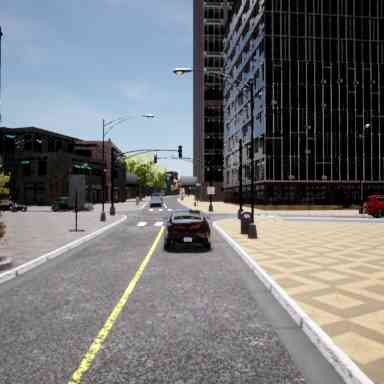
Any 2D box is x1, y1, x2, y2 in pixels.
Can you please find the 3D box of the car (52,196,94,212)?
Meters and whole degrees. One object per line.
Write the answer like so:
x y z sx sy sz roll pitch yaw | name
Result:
-13.421 1.378 37.663 4.553 1.767 2.097 0 -1 13 | car

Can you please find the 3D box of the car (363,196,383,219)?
15.765 1.188 25.206 5.009 1.841 2.192 0 -1 18 | car

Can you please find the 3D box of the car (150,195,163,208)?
-5.424 1.560 50.145 2.033 1.411 5.357 0 0 -6 | car

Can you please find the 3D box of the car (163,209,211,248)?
-0.226 1.510 14.698 1.837 1.490 4.892 0 0 -2 | car

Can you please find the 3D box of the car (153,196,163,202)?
-7.694 1.573 75.641 1.994 1.385 4.181 0 0 -4 | car

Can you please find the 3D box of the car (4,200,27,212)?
-20.555 1.568 37.121 4.313 1.339 1.947 0 -1 18 | car

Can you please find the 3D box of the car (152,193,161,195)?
-6.610 1.232 62.339 2.150 2.045 5.566 0 1 -5 | car
